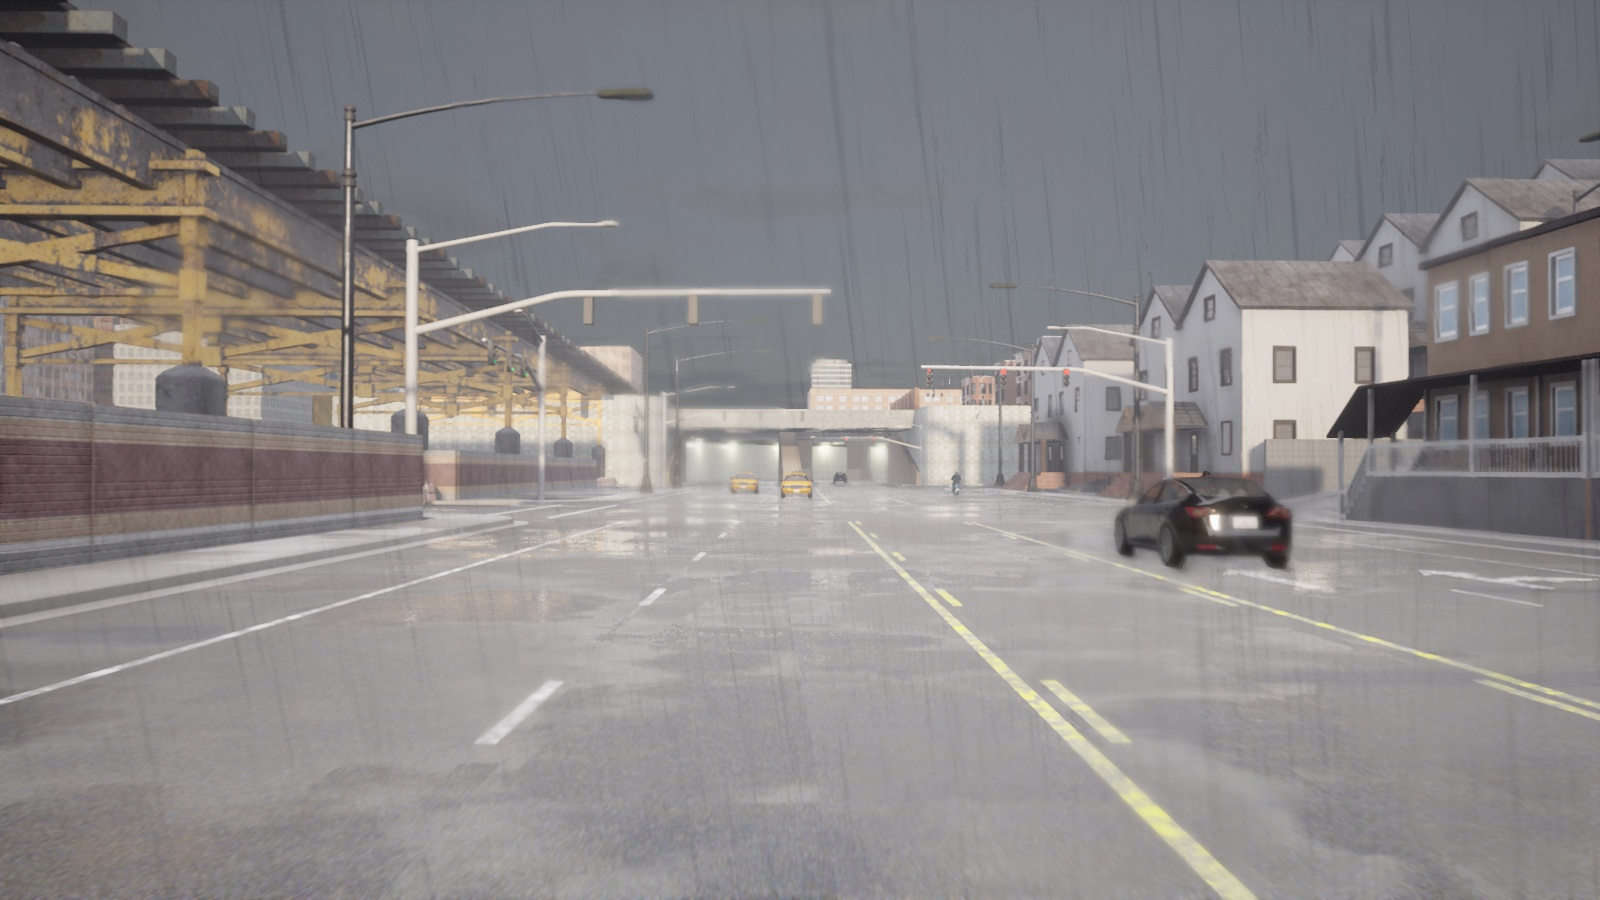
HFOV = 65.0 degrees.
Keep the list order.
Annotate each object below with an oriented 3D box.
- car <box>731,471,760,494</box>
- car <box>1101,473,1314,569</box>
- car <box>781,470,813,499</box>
[{"bbox_3d":[-3.712,2.205,86.224,1.801,1.575,5.366,0,-1,0],"label":"car"},{"bbox_3d":[6.946,1.154,22.047,2.163,1.488,4.792,0,-1,0],"label":"car"},{"bbox_3d":[-0.180,1.971,73.030,1.801,1.575,5.366,0,-1,0],"label":"car"}]
